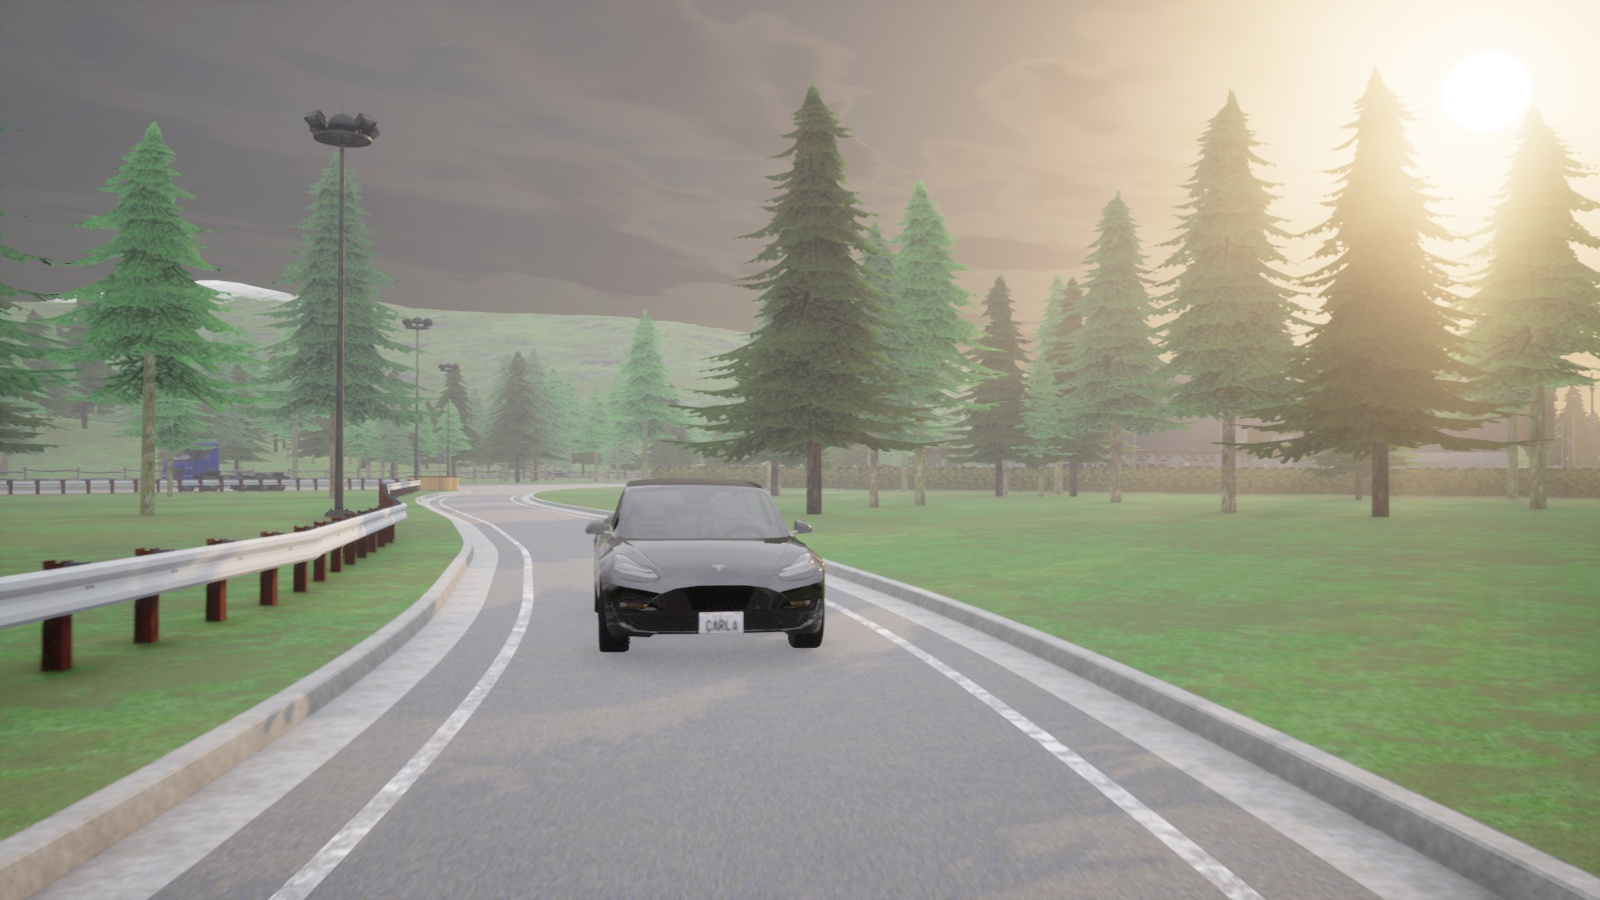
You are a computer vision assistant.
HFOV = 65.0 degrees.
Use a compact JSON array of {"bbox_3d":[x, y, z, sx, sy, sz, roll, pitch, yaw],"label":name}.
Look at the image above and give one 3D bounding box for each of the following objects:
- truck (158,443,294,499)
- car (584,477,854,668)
[{"bbox_3d":[-37.496,1.369,82.387,2.891,3.462,7.936,-1,-1,30],"label":"truck"},{"bbox_3d":[-1.046,1.029,12.548,2.163,1.488,4.792,0,-1,-10],"label":"car"}]
